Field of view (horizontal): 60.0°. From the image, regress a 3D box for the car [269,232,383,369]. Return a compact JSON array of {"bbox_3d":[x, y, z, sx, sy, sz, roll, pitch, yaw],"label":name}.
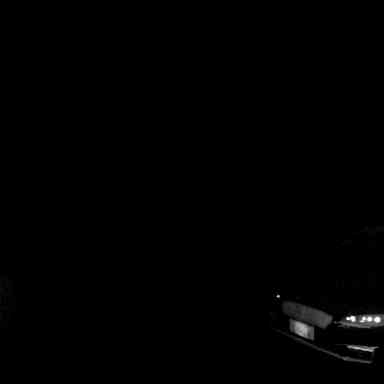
[{"bbox_3d":[3.394,1.492,5.678,4.902,1.511,2.128,0,0,-36],"label":"car"}]
